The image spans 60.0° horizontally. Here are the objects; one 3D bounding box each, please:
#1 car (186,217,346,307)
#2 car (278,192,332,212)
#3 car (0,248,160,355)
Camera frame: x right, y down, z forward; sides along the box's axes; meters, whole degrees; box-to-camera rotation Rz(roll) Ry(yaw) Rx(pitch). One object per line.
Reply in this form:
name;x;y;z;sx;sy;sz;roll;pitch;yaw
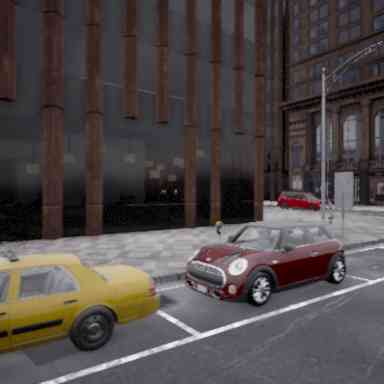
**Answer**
car;1.831;1.449;7.952;4.097;1.590;1.967;0;0;-36
car;11.450;1.048;34.154;2.150;2.045;5.566;0;2;-36
car;-2.805;1.526;4.646;4.829;1.417;1.752;0;0;-36
